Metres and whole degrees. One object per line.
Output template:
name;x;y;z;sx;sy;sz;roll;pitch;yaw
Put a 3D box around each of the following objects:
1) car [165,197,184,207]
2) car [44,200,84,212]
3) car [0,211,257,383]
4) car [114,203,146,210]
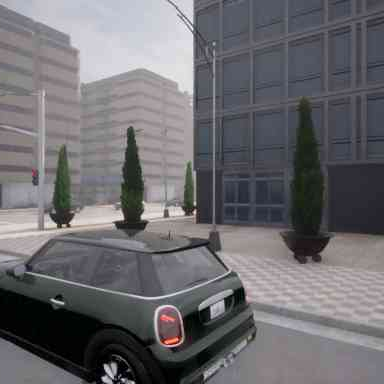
car;-2.220;1.560;52.716;1.837;1.490;4.892;0;0;35
car;-14.062;1.560;35.955;1.837;1.490;4.892;0;0;35
car;-1.439;1.352;5.018;4.553;1.767;2.097;0;0;35
car;-8.168;1.581;44.296;1.812;1.442;4.674;0;0;35
